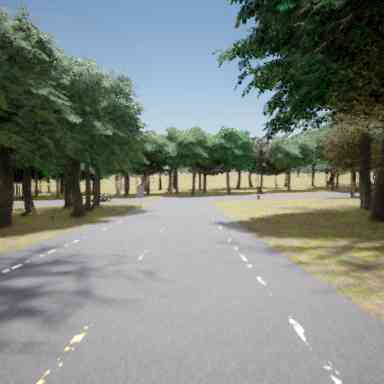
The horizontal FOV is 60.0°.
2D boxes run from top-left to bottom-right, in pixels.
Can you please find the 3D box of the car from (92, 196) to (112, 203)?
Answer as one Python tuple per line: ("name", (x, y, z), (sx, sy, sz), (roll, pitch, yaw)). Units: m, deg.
("car", (-21.977, 1.707, 81.255), (4.553, 1.767, 2.097), (-1, 3, 0))
